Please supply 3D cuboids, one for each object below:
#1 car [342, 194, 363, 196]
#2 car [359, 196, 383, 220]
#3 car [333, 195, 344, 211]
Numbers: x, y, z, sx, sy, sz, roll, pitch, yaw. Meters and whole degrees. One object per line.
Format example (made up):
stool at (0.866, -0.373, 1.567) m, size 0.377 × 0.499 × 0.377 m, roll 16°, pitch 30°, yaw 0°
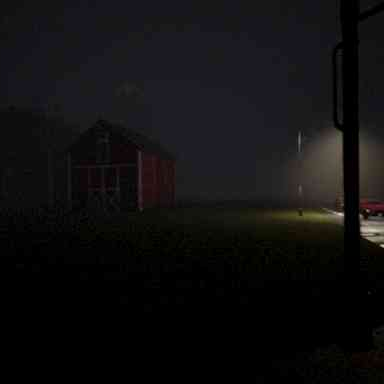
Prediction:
car at (22.791, 1.039, 46.235) m, size 1.882 × 1.535 × 5.008 m, roll -1°, pitch 0°, yaw 14°
car at (13.945, 1.307, 25.858) m, size 1.812 × 1.442 × 4.674 m, roll -1°, pitch 0°, yaw 15°
car at (16.417, 1.307, 35.475) m, size 1.895 × 1.301 × 4.718 m, roll -1°, pitch 0°, yaw 15°
